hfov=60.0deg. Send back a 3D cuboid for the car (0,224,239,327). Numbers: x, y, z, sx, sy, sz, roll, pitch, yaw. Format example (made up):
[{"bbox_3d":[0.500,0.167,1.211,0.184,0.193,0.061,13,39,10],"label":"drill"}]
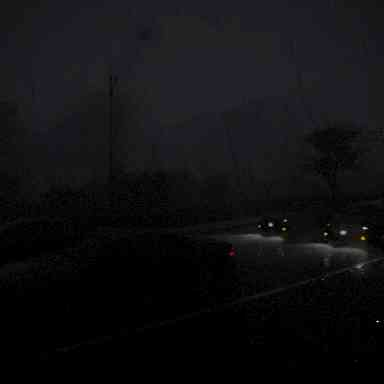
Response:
[{"bbox_3d":[-1.442,1.523,7.202,5.357,1.411,2.033,-1,0,-35],"label":"car"}]

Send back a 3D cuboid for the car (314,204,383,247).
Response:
[{"bbox_3d":[7.132,1.192,13.272,4.181,1.385,1.994,-4,2,-35],"label":"car"}]

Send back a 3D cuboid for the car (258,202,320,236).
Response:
[{"bbox_3d":[5.170,1.187,16.174,4.181,1.385,1.994,-4,2,-35],"label":"car"}]

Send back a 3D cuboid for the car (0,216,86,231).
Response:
[{"bbox_3d":[-4.549,1.467,9.294,5.008,1.535,1.882,0,0,-35],"label":"car"}]
